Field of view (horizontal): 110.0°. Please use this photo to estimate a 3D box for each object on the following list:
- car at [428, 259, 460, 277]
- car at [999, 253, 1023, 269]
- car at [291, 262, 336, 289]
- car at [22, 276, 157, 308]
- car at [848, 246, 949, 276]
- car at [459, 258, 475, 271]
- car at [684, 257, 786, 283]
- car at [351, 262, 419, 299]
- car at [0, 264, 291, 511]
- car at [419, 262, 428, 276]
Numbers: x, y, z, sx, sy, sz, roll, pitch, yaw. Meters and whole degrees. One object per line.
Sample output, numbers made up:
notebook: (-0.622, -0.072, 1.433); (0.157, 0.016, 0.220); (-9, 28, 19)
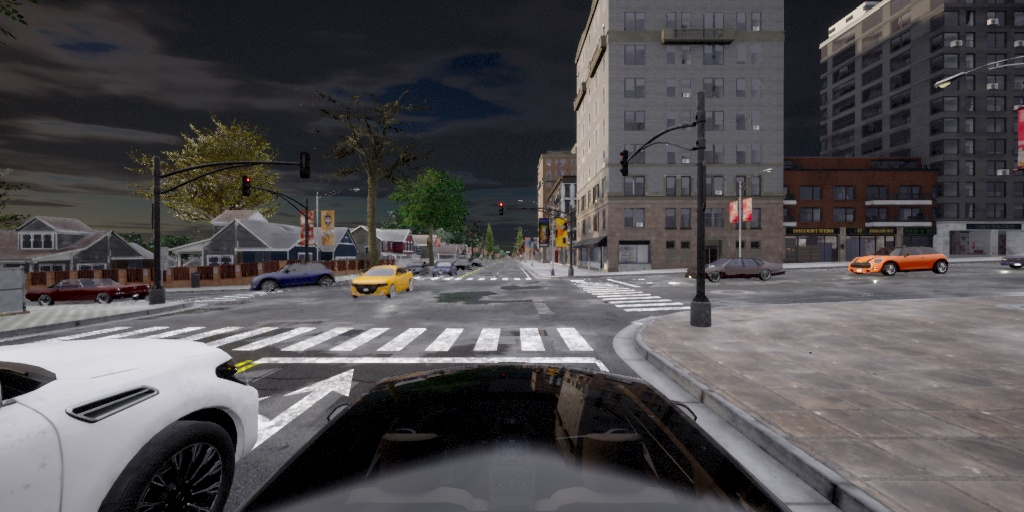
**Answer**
car: (-6.624, 1.291, 35.539); (1.812, 1.442, 4.674); (0, 0, 0)
car: (33.568, 0.038, 21.934); (5.357, 1.411, 2.033); (-2, 0, 0)
car: (-13.792, 1.247, 22.767); (4.553, 1.767, 2.097); (-3, 1, -36)
car: (-21.637, 1.806, 18.517); (4.718, 1.301, 1.895); (-2, 0, 0)
car: (23.428, 0.218, 21.902); (4.553, 1.767, 2.097); (-2, 0, 0)
car: (-6.634, 1.135, 48.267); (2.097, 1.767, 4.553); (0, 0, 0)
car: (13.509, 0.793, 21.871); (5.357, 1.411, 2.033); (-2, 0, 0)
car: (-6.606, 1.250, 18.705); (1.882, 1.535, 5.008); (0, 0, 0)
car: (-3.146, 0.972, 0.537); (2.150, 2.045, 5.566); (0, 0, 0)
car: (-9.879, 1.330, 37.341); (1.994, 1.385, 4.181); (0, 0, 0)
